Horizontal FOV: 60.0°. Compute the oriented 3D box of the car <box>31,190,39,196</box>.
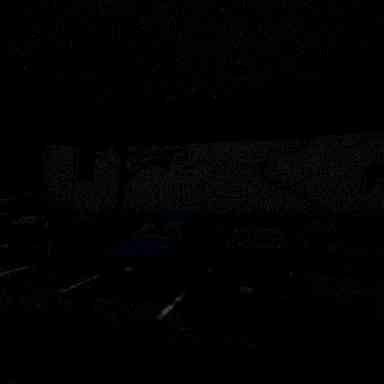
[{"bbox_3d":[-41.411,0.255,86.056,4.674,1.452,2.002,1,4,38],"label":"car"}]

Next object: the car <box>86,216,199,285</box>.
[{"bbox_3d":[-0.764,1.543,10.034,2.097,1.535,5.008,0,-1,16],"label":"car"}]

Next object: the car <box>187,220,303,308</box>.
[{"bbox_3d":[1.646,1.511,8.311,2.097,1.535,5.008,0,-1,16],"label":"car"}]

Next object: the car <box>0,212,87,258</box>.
[{"bbox_3d":[-5.563,1.616,13.488,2.231,1.521,4.892,-1,-1,17],"label":"car"}]
